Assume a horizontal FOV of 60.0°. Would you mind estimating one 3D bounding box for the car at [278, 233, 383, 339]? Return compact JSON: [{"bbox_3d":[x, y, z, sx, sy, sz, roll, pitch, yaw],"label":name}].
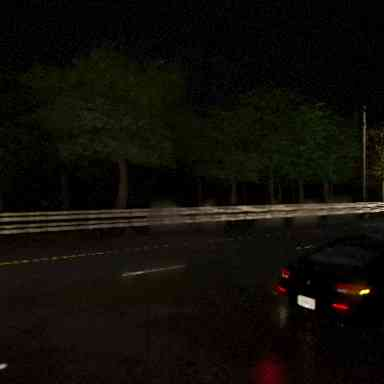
[{"bbox_3d":[3.640,1.537,6.465,4.674,1.442,1.812,0,0,-35],"label":"car"}]
